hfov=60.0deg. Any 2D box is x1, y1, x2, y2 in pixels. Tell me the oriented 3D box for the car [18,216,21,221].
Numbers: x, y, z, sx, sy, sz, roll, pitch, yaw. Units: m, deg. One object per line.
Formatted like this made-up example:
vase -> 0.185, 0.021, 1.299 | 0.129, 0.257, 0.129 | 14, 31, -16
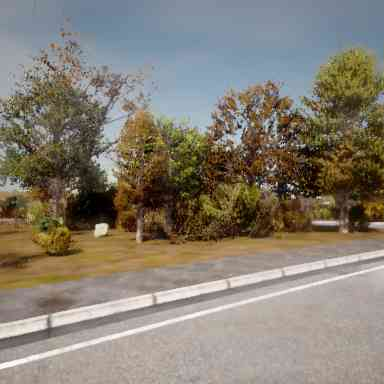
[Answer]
car -> -39.802, 6.076, 80.307 | 4.902, 1.511, 2.128 | -2, -3, 17
